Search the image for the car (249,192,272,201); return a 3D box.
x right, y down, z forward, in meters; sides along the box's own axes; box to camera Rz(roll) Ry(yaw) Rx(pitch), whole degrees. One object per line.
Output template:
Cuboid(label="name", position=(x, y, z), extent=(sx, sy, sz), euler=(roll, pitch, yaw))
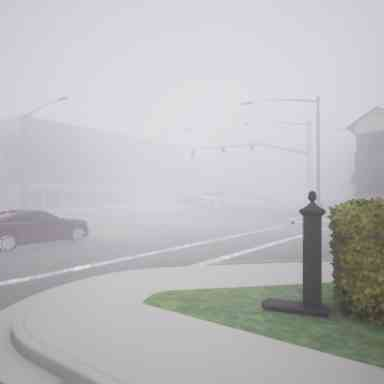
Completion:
Cuboid(label="car", position=(12.556, 0.838, 59.776), extent=(1.895, 1.301, 4.718), euler=(0, 1, 35))

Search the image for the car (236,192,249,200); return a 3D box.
Cuboid(label="car", position=(10.005, 0.717, 62.209), extent=(2.128, 1.511, 4.902), euler=(0, 1, 36))

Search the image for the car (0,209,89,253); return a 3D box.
Cuboid(label="car", position=(-6.702, 1.464, 13.921), extent=(1.882, 1.535, 5.008), euler=(0, 0, 35))

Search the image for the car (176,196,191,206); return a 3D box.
Cuboid(label="car", position=(-0.377, 1.246, 47.481), extent=(1.994, 1.385, 4.181), euler=(0, 1, 35))

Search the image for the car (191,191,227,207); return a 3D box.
Cuboid(label="car", position=(2.701, 0.897, 45.777), extent=(2.150, 2.045, 5.566), euler=(0, 1, 35))
